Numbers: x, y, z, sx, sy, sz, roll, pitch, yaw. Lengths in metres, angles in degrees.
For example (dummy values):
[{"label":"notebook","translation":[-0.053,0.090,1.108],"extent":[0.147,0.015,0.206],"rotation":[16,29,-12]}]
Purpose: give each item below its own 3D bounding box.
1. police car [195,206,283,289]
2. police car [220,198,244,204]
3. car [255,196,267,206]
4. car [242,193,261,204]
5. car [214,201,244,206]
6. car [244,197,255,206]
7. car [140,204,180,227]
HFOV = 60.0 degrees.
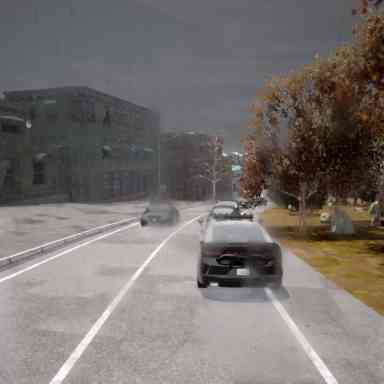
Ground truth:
[{"label":"police car","translation":[1.128,1.406,9.294],"extent":[1.930,1.638,5.238],"rotation":[0,0,2]},{"label":"police car","translation":[2.670,1.356,24.940],"extent":[1.930,1.638,5.238],"rotation":[1,0,9]},{"label":"car","translation":[11.242,1.452,55.796],"extent":[1.837,1.490,4.892],"rotation":[3,1,26]},{"label":"car","translation":[11.171,1.222,62.515],"extent":[2.097,1.767,4.553],"rotation":[3,1,28]},{"label":"car","translation":[1.839,1.478,18.997],"extent":[1.812,1.442,4.674],"rotation":[1,0,6]},{"label":"car","translation":[6.743,1.488,44.537],"extent":[1.895,1.301,4.718],"rotation":[2,0,20]},{"label":"car","translation":[-2.001,1.457,21.864],"extent":[1.994,1.385,4.181],"rotation":[1,0,8]}]
